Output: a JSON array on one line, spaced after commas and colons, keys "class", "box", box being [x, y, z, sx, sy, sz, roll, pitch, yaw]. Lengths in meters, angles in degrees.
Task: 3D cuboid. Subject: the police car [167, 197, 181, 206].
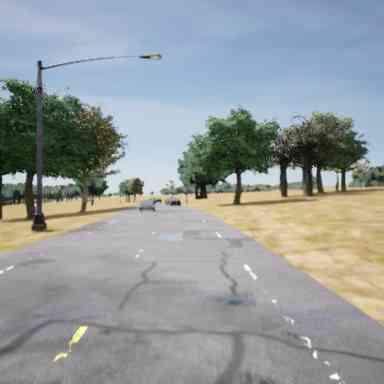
[{"class": "police car", "box": [-3.168, 1.846, 63.081, 1.930, 1.638, 5.238, 0, -1, -8]}]

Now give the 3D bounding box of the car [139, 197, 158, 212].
[{"class": "car", "box": [-5.393, 1.643, 40.452, 1.812, 1.442, 4.674, 0, 0, -5]}]

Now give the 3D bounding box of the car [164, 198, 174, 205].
[{"class": "car", "box": [-5.523, 2.204, 78.885, 1.837, 1.490, 4.892, 0, -1, -9]}]

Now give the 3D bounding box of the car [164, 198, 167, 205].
[{"class": "car", "box": [-4.572, 2.119, 72.925, 1.812, 1.442, 4.674, 0, -1, -9]}]
